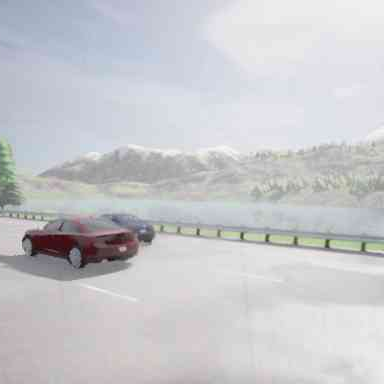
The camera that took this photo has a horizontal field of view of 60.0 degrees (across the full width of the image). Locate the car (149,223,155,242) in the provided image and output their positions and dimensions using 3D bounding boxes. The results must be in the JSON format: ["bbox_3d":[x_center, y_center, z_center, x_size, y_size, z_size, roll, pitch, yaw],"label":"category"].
[{"bbox_3d":[-3.722,1.682,15.828,4.181,1.385,1.994,0,-1,38],"label":"car"}]

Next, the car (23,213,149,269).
[{"bbox_3d":[-4.020,1.559,11.585,5.008,1.535,1.882,0,0,39],"label":"car"}]
